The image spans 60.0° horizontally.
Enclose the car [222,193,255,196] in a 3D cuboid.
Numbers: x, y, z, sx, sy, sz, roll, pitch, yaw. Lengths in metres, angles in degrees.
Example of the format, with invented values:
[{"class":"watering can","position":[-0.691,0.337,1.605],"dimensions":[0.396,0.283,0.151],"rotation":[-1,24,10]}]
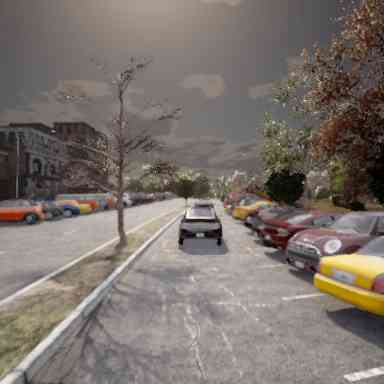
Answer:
[{"class":"car","position":[6.213,1.205,36.190],"dimensions":[5.566,2.045,2.435],"rotation":[1,0,-16]}]

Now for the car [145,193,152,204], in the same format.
[{"class":"car","position":[-10.467,1.194,59.163],"dimensions":[5.566,2.045,2.435],"rotation":[-1,0,-16]}]

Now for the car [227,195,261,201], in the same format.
[{"class":"car","position":[5.614,1.337,27.279],"dimensions":[4.553,1.767,2.185],"rotation":[1,0,-17]}]

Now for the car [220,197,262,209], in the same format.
[{"class":"car","position":[6.604,1.444,45.033],"dimensions":[5.366,1.575,1.946],"rotation":[1,0,-16]}]

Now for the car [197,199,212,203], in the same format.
[{"class":"car","position":[1.214,1.484,32.233],"dimensions":[1.837,1.490,4.892],"rotation":[0,0,3]}]

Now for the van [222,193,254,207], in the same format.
[{"class":"van","position":[7.077,1.217,50.991],"dimensions":[4.442,1.987,1.878],"rotation":[1,0,-16]}]

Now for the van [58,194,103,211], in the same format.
[{"class":"van","position":[-12.016,1.232,35.183],"dimensions":[4.442,1.987,1.878],"rotation":[-1,0,-16]}]

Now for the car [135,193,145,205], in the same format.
[{"class":"car","position":[-10.929,1.198,53.140],"dimensions":[5.566,2.045,2.435],"rotation":[-1,0,-16]}]

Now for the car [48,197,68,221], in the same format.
[{"class":"car","position":[-12.658,1.464,26.117],"dimensions":[4.892,1.521,2.231],"rotation":[-1,0,-17]}]

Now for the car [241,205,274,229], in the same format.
[{"class":"car","position":[5.080,1.503,15.429],"dimensions":[4.792,1.488,2.163],"rotation":[1,0,-18]}]

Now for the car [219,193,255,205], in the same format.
[{"class":"car","position":[7.618,1.189,56.976],"dimensions":[5.566,2.045,2.435],"rotation":[1,0,-16]}]

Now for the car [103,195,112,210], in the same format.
[{"class":"car","position":[-11.952,1.488,38.142],"dimensions":[4.792,1.488,2.163],"rotation":[-1,0,-16]}]

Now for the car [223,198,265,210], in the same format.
[{"class":"car","position":[6.610,1.481,42.129],"dimensions":[4.792,1.488,2.163],"rotation":[1,0,-16]}]

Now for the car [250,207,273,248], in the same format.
[{"class":"car","position":[5.012,1.476,12.485],"dimensions":[5.008,1.535,2.097],"rotation":[1,0,-18]}]

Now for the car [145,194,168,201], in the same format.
[{"class":"car","position":[-8.952,1.405,83.146],"dimensions":[5.366,1.575,1.946],"rotation":[-1,1,-16]}]

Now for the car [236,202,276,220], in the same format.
[{"class":"car","position":[5.248,1.501,18.419],"dimensions":[4.792,1.488,2.163],"rotation":[1,0,-18]}]

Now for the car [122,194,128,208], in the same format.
[{"class":"car","position":[-11.520,1.455,44.159],"dimensions":[5.008,1.535,2.097],"rotation":[-1,0,-16]}]

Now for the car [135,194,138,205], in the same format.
[{"class":"car","position":[-11.109,1.451,50.156],"dimensions":[5.008,1.535,2.097],"rotation":[-1,0,-16]}]

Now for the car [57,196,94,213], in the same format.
[{"class":"car","position":[-12.492,1.461,32.081],"dimensions":[5.366,1.575,1.946],"rotation":[-1,0,-17]}]

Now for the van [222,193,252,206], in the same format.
[{"class":"van","position":[7.276,1.215,53.961],"dimensions":[4.442,1.987,1.878],"rotation":[1,0,-16]}]

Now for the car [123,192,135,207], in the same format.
[{"class":"car","position":[-11.340,1.202,47.145],"dimensions":[5.566,2.045,2.435],"rotation":[-1,0,-16]}]

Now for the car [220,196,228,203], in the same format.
[{"class":"car","position":[5.817,1.453,33.157],"dimensions":[5.366,1.575,1.946],"rotation":[1,0,-16]}]

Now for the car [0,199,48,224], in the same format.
[{"class":"car","position":[-12.804,1.338,23.101],"dimensions":[4.553,1.767,2.185],"rotation":[-1,0,-18]}]

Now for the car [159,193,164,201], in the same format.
[{"class":"car","position":[-9.433,1.437,74.157],"dimensions":[5.008,1.535,2.097],"rotation":[-1,0,-16]}]

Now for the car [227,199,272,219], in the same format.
[{"class":"car","position":[5.476,1.466,24.326],"dimensions":[5.008,1.535,2.097],"rotation":[1,0,-17]}]

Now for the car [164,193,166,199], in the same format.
[{"class":"car","position":[-9.210,1.472,77.174],"dimensions":[4.674,1.452,2.002],"rotation":[-1,0,-16]}]

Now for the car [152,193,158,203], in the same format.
[{"class":"car","position":[-10.052,1.191,65.163],"dimensions":[5.566,2.045,2.435],"rotation":[-1,0,-16]}]

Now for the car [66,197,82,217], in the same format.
[{"class":"car","position":[-12.508,1.462,29.132],"dimensions":[5.008,1.535,2.097],"rotation":[-1,0,-17]}]

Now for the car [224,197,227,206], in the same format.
[{"class":"car","position":[5.806,1.462,30.250],"dimensions":[4.892,1.521,2.231],"rotation":[1,0,-16]}]

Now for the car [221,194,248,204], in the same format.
[{"class":"car","position":[7.963,1.310,62.901],"dimensions":[4.553,1.767,2.185],"rotation":[1,0,-16]}]

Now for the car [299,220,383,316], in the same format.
[{"class":"car","position":[5.066,1.481,6.625],"dimensions":[5.366,1.575,1.946],"rotation":[1,0,-19]}]

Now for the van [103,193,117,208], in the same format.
[{"class":"van","position":[-11.615,1.229,41.195],"dimensions":[4.442,1.987,1.878],"rotation":[-1,0,-16]}]

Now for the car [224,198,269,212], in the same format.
[{"class":"car","position":[6.355,1.483,39.136],"dimensions":[4.792,1.488,2.163],"rotation":[1,0,-16]}]

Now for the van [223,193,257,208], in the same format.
[{"class":"van","position":[6.877,1.220,48.019],"dimensions":[4.442,1.987,1.878],"rotation":[1,0,-16]}]

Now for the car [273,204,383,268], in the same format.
[{"class":"car","position":[4.979,1.354,9.529],"dimensions":[4.553,1.767,2.185],"rotation":[1,0,-18]}]

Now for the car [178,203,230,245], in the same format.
[{"class":"car","position":[0.410,1.483,15.540],"dimensions":[2.128,1.511,4.902],"rotation":[0,0,2]}]
